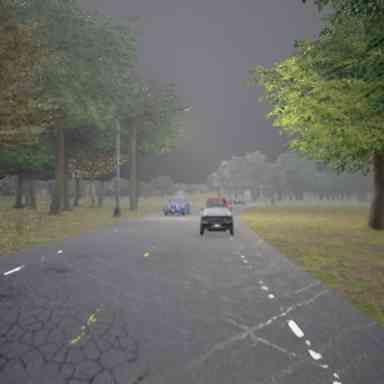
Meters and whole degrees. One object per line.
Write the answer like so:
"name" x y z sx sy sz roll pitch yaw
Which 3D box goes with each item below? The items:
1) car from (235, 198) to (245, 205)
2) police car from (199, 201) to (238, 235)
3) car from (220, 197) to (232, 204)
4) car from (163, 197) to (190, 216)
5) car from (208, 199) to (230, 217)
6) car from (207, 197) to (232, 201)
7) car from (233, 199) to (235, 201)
"car" 10.402 2.004 73.268 2.097 1.767 4.553 0 -1 18
"police car" 1.452 1.555 19.812 1.930 1.638 5.238 0 -1 4
"car" 7.941 2.033 77.007 1.882 1.535 5.008 0 -1 18
"car" -1.552 1.515 36.106 2.150 2.045 5.566 0 -1 8
"car" 2.986 1.632 35.396 2.097 1.767 4.553 0 -1 8
"car" 2.283 1.448 29.573 2.150 2.045 5.566 0 -1 6
"car" 5.312 2.031 54.288 2.033 1.411 5.357 0 -1 13
